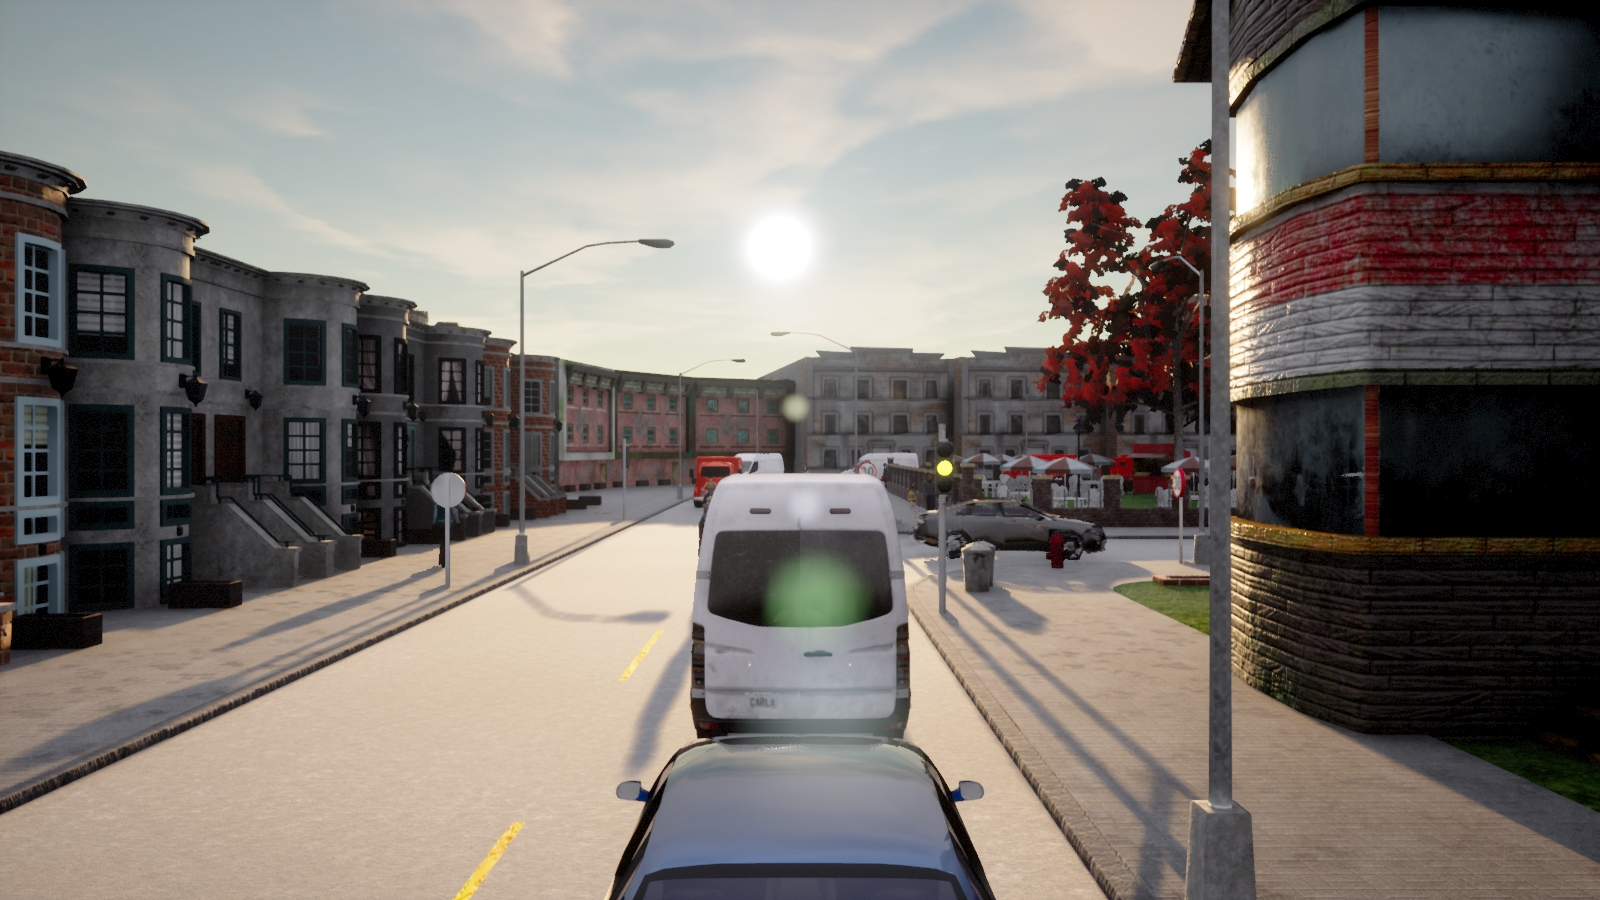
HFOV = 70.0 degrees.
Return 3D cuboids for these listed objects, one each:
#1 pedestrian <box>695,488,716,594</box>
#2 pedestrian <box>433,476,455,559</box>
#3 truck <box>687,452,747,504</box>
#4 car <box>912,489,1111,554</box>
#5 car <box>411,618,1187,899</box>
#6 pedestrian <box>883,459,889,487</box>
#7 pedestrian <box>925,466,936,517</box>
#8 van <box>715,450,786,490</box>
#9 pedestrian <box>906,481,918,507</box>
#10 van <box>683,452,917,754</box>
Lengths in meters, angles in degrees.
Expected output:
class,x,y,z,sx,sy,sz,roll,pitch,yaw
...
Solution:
class,x,y,z,sx,sy,sz,roll,pitch,yaw
pedestrian,-1.690,1.620,20.379,0.375,1.860,0.375,0,0,-5
pedestrian,-8.012,1.514,25.705,0.375,1.860,0.375,0,0,3
truck,-4.032,1.326,56.586,2.627,2.467,5.204,0,0,0
car,5.416,1.815,29.718,4.902,1.511,2.128,0,0,7
car,-0.003,1.883,5.315,2.033,1.411,5.357,0,0,0
pedestrian,5.591,1.496,74.227,0.375,1.860,0.375,0,0,-2
pedestrian,4.745,1.500,41.595,0.375,1.860,0.375,0,0,0
van,-3.216,1.286,76.032,1.988,2.561,5.915,0,0,28
pedestrian,4.765,1.878,48.621,0.500,1.100,0.500,0,0,0
van,-0.004,1.309,12.695,1.988,2.561,5.915,0,0,0
